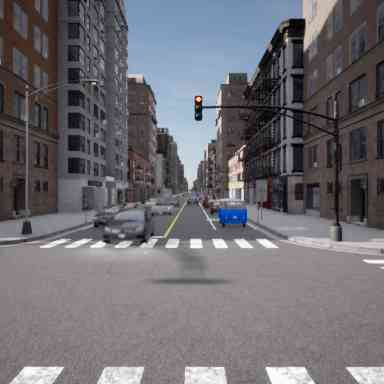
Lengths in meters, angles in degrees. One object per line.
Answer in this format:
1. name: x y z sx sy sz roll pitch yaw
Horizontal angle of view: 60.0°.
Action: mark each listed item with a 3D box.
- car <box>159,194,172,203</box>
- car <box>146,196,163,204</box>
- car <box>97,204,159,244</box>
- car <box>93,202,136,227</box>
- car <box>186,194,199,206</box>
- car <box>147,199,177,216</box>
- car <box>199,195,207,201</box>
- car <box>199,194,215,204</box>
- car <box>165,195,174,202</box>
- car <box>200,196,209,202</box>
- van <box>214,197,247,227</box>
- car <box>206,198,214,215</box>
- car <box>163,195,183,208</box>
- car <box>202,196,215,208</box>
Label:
1. car: -5.310 1.293 67.937 2.192 1.841 5.009 0 0 0
2. car: -5.336 1.520 45.040 1.752 1.417 4.829 0 0 0
3. car: -2.832 1.522 15.800 1.812 1.442 4.674 0 0 0
4. car: -5.362 1.550 22.483 2.008 1.369 4.403 0 0 0
5. car: 0.168 1.479 55.380 2.128 1.511 4.902 0 0 0
6. car: -2.813 1.599 32.072 1.895 1.301 4.718 0 0 0
7. car: 2.734 1.532 84.976 1.947 1.339 4.313 0 0 0
8. car: 2.696 1.306 50.889 2.192 1.841 5.009 0 0 0
9. car: -5.297 1.410 79.301 1.967 1.590 4.097 0 0 0
10. car: 2.721 1.525 73.614 2.008 1.369 4.403 0 0 0
11. van: 2.663 1.340 22.482 1.690 1.788 3.998 0 0 0
12. car: 2.676 1.580 33.844 1.802 1.307 4.206 0 0 0
13. car: -2.767 1.556 48.413 1.994 1.385 4.181 0 0 0
14. car: 2.689 1.577 45.207 1.802 1.307 4.206 0 0 0
